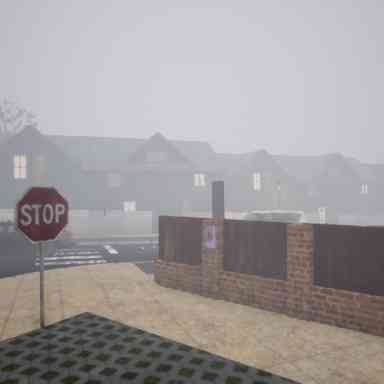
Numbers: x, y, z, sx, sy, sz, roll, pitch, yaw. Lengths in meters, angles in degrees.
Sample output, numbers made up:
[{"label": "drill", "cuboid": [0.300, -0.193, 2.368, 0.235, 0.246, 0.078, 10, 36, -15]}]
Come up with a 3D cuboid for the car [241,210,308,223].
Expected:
[{"label": "car", "cuboid": [4.322, 2.082, 19.671, 5.566, 2.045, 2.150, 2, -2, -22]}]

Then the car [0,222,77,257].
[{"label": "car", "cuboid": [-7.367, 1.885, 13.069, 2.033, 1.411, 5.357, -1, -3, 44]}]
